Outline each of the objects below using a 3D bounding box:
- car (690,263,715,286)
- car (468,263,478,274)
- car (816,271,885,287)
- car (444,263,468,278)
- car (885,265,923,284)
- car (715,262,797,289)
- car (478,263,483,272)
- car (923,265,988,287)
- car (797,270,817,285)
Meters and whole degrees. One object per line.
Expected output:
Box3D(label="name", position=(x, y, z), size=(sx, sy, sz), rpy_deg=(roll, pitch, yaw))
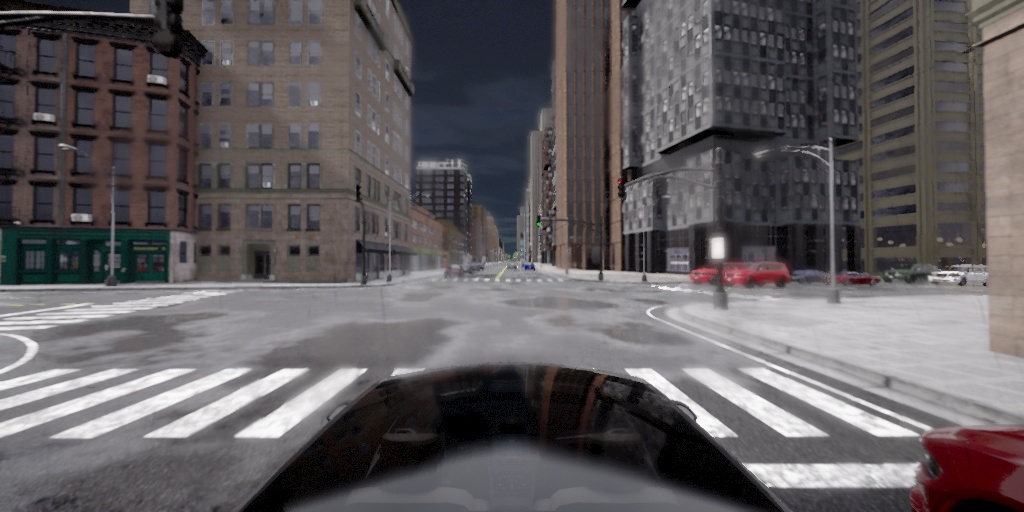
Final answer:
Box3D(label="car", position=(18.761, 1.590, 32.152), size=(5.566, 2.045, 2.150), rpy_deg=(1, -1, -16))
Box3D(label="car", position=(-6.598, 1.810, 51.587), size=(2.128, 1.511, 4.902), rpy_deg=(0, -1, 0))
Box3D(label="car", position=(30.172, 2.075, 31.956), size=(4.718, 1.301, 1.895), rpy_deg=(1, -1, -14))
Box3D(label="car", position=(-6.603, 1.731, 41.627), size=(1.812, 1.442, 4.674), rpy_deg=(0, -1, 0))
Box3D(label="car", position=(42.485, 1.937, 38.129), size=(5.566, 2.045, 2.150), rpy_deg=(1, -1, -11))
Box3D(label="car", position=(19.758, 1.541, 29.065), size=(5.566, 2.045, 2.150), rpy_deg=(1, -1, -17))
Box3D(label="car", position=(-6.572, 1.995, 61.548), size=(1.994, 1.385, 4.181), rpy_deg=(0, -1, 0))
Box3D(label="car", position=(44.051, 1.896, 35.129), size=(5.566, 2.045, 2.150), rpy_deg=(1, -1, -11))
Box3D(label="car", position=(28.752, 2.063, 34.953), size=(5.357, 1.411, 2.033), rpy_deg=(1, -1, -15))
